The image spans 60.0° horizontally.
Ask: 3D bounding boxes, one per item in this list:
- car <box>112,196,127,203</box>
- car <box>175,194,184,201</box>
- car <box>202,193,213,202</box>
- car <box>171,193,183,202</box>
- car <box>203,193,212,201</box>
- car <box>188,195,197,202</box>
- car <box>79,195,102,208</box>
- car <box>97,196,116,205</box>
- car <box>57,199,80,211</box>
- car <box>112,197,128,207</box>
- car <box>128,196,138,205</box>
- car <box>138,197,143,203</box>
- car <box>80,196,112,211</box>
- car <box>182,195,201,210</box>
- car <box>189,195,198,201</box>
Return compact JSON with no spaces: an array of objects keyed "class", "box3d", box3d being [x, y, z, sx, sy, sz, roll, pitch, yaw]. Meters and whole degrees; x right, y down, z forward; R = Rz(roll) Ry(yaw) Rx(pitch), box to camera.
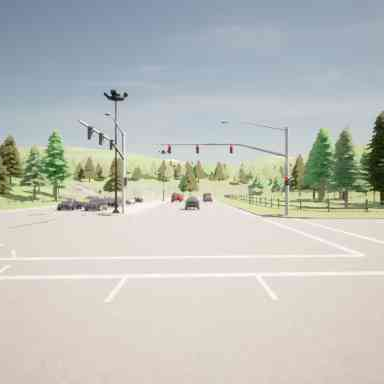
[{"class":"car","box3d":[-14.950,1.595,68.736,1.895,1.301,4.718,0,0,0]},{"class":"car","box3d":[-3.183,1.419,84.557,1.882,1.535,5.008,0,0,2]},{"class":"car","box3d":[3.587,1.536,73.774,2.033,1.411,5.357,0,0,1]},{"class":"car","box3d":[-3.413,1.220,73.812,2.150,2.045,5.566,0,0,1]},{"class":"car","box3d":[3.815,1.166,84.398,2.150,2.045,5.566,0,0,2]},{"class":"car","box3d":[0.091,1.475,74.192,1.882,1.535,5.008,0,0,1]},{"class":"car","box3d":[-15.060,1.352,49.714,2.097,1.767,4.553,0,0,0]},{"class":"car","box3d":[-15.032,1.491,58.593,2.128,1.511,4.902,0,0,0]},{"class":"car","box3d":[-15.060,1.564,41.207,1.994,1.385,4.181,0,0,1]},{"class":"car","box3d":[-11.564,1.547,50.112,2.033,1.411,5.357,0,0,0]},{"class":"car","box3d":[-11.537,1.601,59.696,1.895,1.301,4.718,0,0,1]},{"class":"car","box3d":[-11.449,1.595,69.889,1.895,1.301,4.718,0,0,0]},{"class":"car","box3d":[-11.572,1.505,40.374,1.837,1.490,4.892,0,0,0]},{"class":"car","box3d":[0.029,1.504,43.173,1.837,1.490,4.892,0,0,0]},{"class":"car","box3d":[0.316,1.466,84.463,2.128,1.511,4.902,0,0,2]}]
